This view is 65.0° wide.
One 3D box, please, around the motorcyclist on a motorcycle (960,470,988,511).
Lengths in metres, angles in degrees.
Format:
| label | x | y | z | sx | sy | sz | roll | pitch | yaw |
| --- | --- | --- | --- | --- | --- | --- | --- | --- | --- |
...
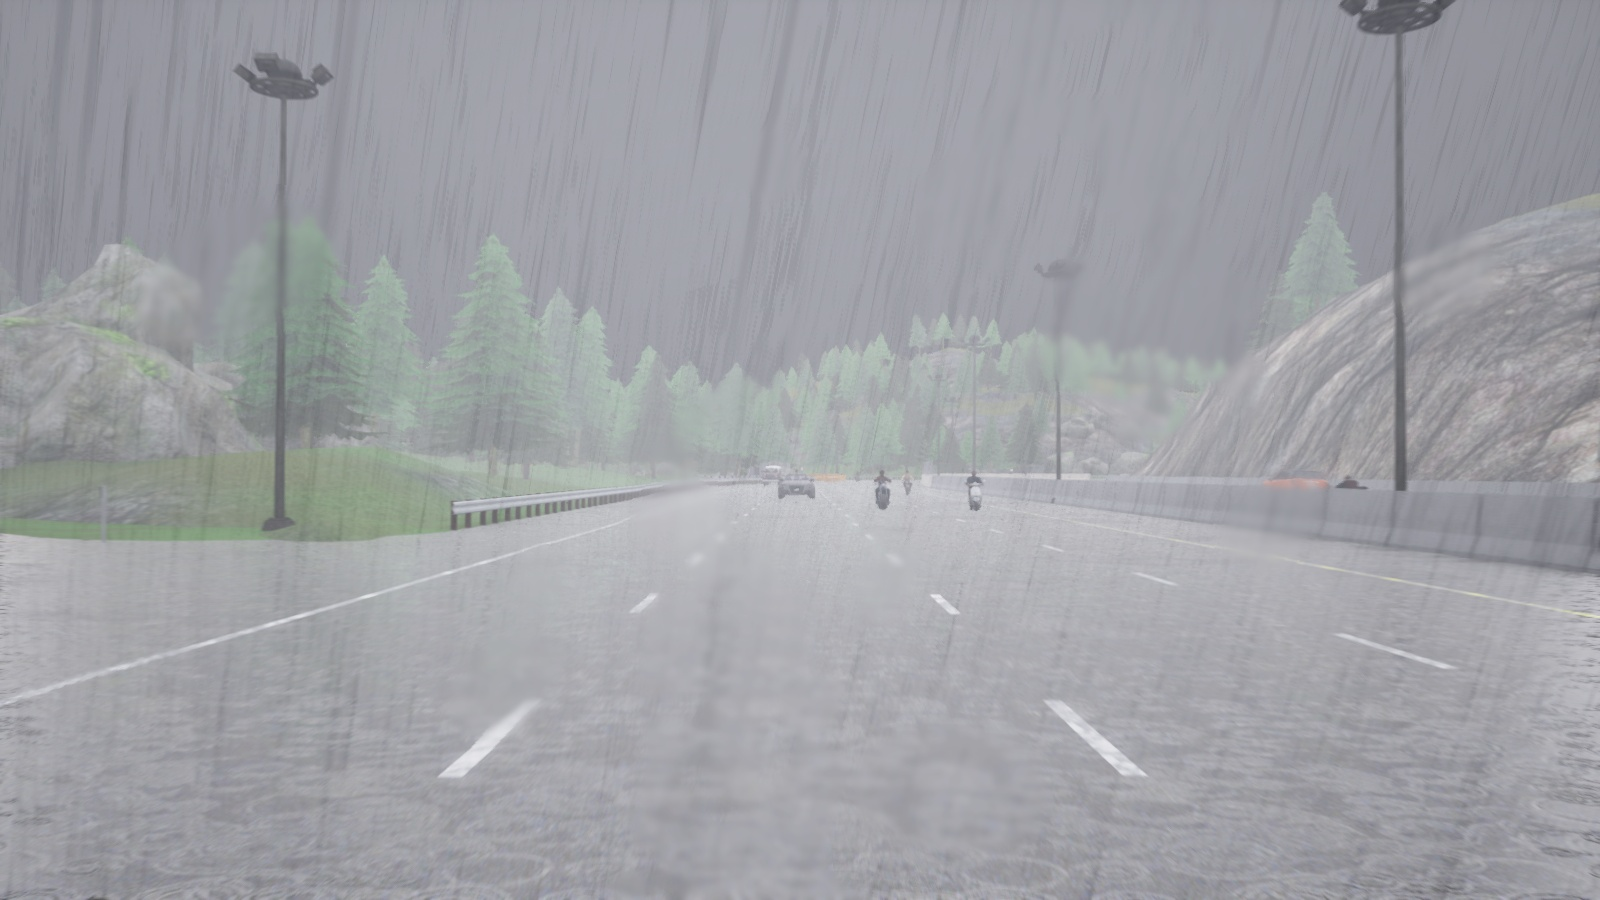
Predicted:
| label | x | y | z | sx | sy | sz | roll | pitch | yaw |
| --- | --- | --- | --- | --- | --- | --- | --- | --- | --- |
| motorcyclist on a motorcycle | 6.879 | 1.570 | 49.710 | 0.866 | 1.590 | 1.817 | 0 | -1 | 0 |

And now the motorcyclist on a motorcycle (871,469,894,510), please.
| label | x | y | z | sx | sy | sz | roll | pitch | yaw |
| --- | --- | --- | --- | --- | --- | --- | --- | --- | --- |
| motorcyclist on a motorcycle | 3.374 | 1.610 | 51.428 | 0.766 | 1.649 | 2.350 | 0 | -1 | 0 |

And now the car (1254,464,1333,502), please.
| label | x | y | z | sx | sy | sz | roll | pitch | yaw |
| --- | --- | --- | --- | --- | --- | --- | --- | --- | --- |
| car | 24.348 | 1.613 | 62.154 | 2.097 | 1.767 | 4.553 | 0 | -1 | 0 |

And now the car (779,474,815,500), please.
| label | x | y | z | sx | sy | sz | roll | pitch | yaw |
| --- | --- | --- | --- | --- | --- | --- | --- | --- | --- |
| car | -0.173 | 2.068 | 71.239 | 1.994 | 1.385 | 4.181 | 0 | -1 | 0 |
